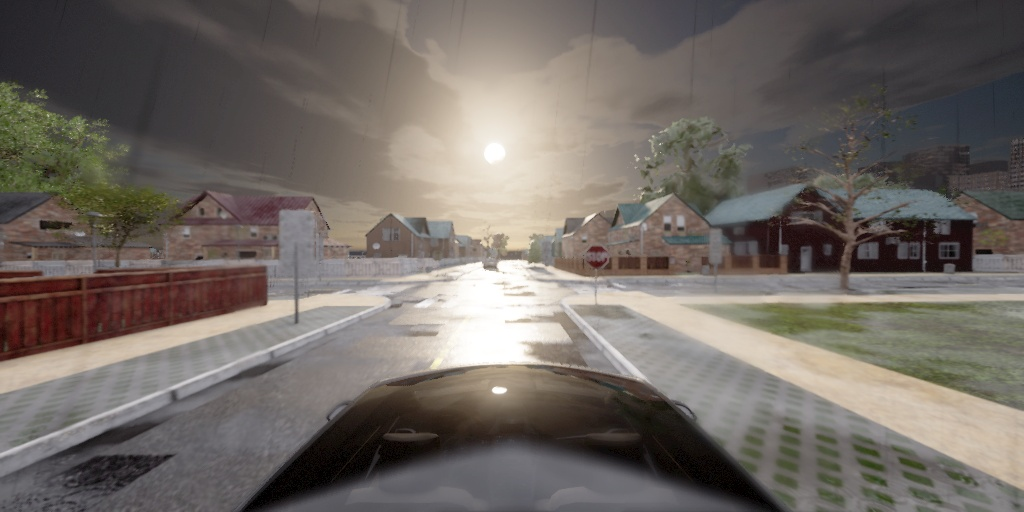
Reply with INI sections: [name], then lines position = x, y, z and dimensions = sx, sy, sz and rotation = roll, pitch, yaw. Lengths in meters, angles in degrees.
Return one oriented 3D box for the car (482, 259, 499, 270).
[car]
position = -2.753, 1.100, 47.046
dimensions = 1.837, 1.490, 4.892
rotation = 0, 1, 0
